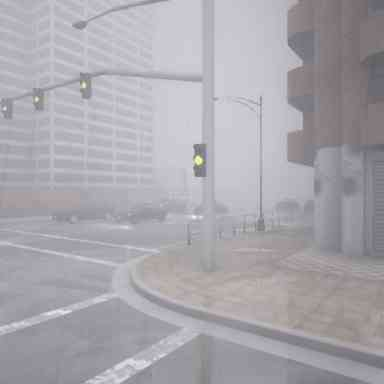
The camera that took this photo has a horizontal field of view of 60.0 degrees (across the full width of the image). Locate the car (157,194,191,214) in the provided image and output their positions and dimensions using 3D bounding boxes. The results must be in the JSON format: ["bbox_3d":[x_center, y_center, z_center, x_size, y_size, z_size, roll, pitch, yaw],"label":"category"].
[{"bbox_3d":[-2.489,1.352,33.040,2.097,1.767,4.553,0,0,35],"label":"car"}]

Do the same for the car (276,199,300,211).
[{"bbox_3d":[11.704,1.526,40.670,1.812,1.442,4.674,0,0,35],"label":"car"}]

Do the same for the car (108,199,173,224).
[{"bbox_3d":[-3.769,1.526,25.160,1.812,1.442,4.674,0,0,35],"label":"car"}]

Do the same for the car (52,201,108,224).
[{"bbox_3d":[-8.070,1.478,25.175,1.882,1.535,5.008,0,0,35],"label":"car"}]

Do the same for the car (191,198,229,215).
[{"bbox_3d":[1.933,1.564,33.209,1.994,1.385,4.181,0,0,36],"label":"car"}]

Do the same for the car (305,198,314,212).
[{"bbox_3d":[14.539,1.502,38.587,1.837,1.490,4.892,0,-1,35],"label":"car"}]
